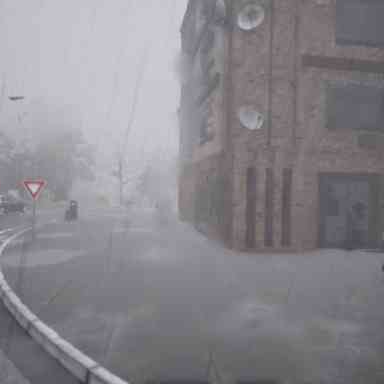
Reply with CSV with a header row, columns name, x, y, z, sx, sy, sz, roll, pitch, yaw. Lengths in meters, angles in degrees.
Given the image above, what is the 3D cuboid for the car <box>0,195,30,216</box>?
name,x,y,z,sx,sy,sz,roll,pitch,yaw
car,-14.819,1.044,26.240,1.837,1.490,4.892,0,1,6
